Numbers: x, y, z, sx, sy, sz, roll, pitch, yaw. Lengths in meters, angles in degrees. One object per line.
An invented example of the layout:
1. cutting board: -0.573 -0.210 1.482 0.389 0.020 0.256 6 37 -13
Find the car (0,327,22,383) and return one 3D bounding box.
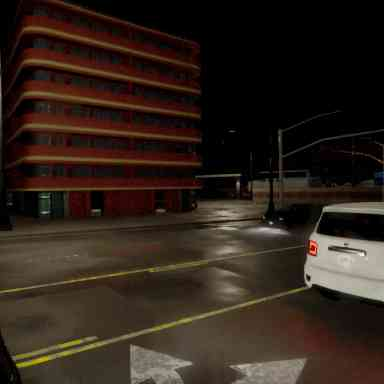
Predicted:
1. car: -3.674 1.222 1.131 5.566 2.045 2.150 0 0 -35

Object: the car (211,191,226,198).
1. car: 7.393 0.671 89.321 4.611 1.667 2.242 -1 1 -35

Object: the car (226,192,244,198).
1. car: 11.360 0.818 85.096 3.806 1.475 1.970 -1 1 -35

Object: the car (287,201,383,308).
1. car: 4.767 1.218 7.130 5.566 2.045 2.150 0 0 -35

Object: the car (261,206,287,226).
1. car: 6.969 1.501 21.730 5.357 1.411 2.033 0 0 -35
